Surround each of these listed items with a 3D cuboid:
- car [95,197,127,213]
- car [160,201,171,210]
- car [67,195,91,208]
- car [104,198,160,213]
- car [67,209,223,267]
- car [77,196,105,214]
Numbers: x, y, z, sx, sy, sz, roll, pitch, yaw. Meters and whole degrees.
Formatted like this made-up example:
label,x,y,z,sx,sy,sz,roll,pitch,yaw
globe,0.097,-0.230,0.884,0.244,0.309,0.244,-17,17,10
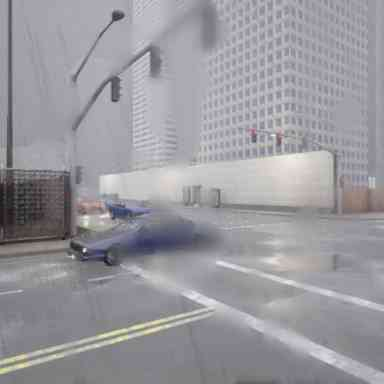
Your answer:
label,x,y,z,sx,sy,sz,roll,pitch,yaw
car,-9.277,1.424,37.895,1.882,1.535,5.008,0,0,-35
car,-3.617,1.452,29.903,1.837,1.490,4.892,0,0,-35
car,-16.372,1.299,47.948,2.097,1.767,4.553,0,0,-35
car,-4.686,1.424,25.356,1.882,1.535,5.008,0,0,-35
car,-1.416,1.530,11.573,5.357,1.411,2.033,-1,1,-35
car,-10.321,1.298,33.308,2.097,1.767,4.553,0,0,-35
